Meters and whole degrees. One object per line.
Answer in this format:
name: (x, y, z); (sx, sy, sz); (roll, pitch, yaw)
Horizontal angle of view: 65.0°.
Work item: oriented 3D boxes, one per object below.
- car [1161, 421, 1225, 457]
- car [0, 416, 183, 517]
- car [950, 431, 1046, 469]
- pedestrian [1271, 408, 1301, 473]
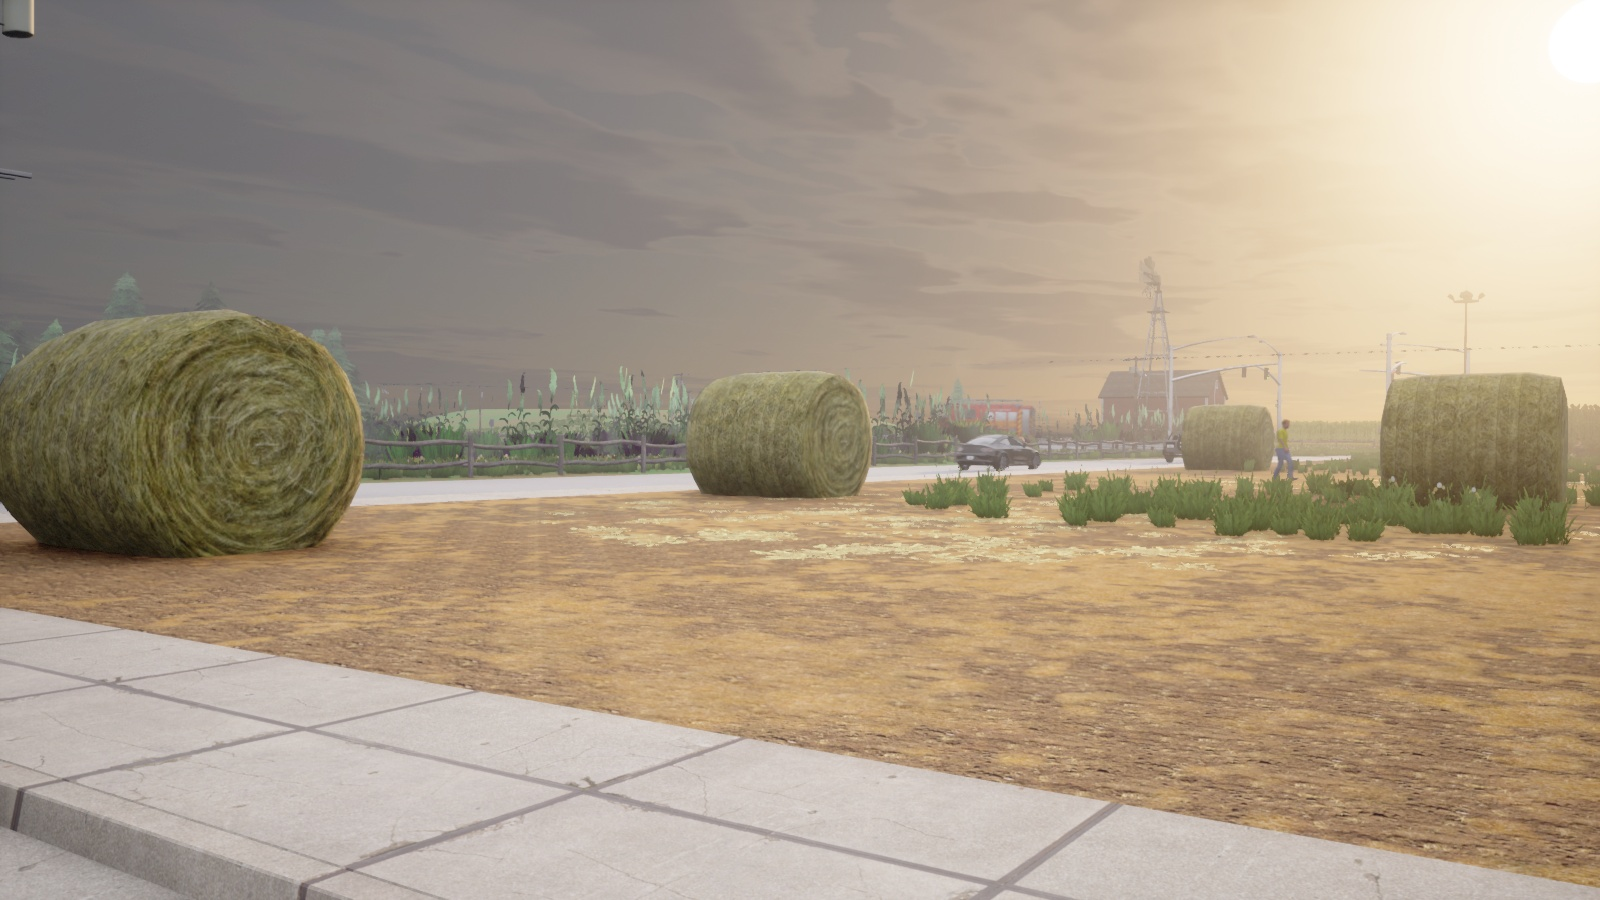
car: (21.375, -0.612, 68.227); (1.932, 1.855, 4.605); (0, 1, 36)
car: (-14.757, 0.283, 25.099); (1.905, 1.878, 3.866); (0, 1, 36)
car: (7.911, -0.031, 49.958); (1.812, 1.442, 4.674); (0, 1, 36)
pedestrian: (13.811, -0.266, 35.707); (0.354, 1.836, 0.706); (-1, 1, -44)
